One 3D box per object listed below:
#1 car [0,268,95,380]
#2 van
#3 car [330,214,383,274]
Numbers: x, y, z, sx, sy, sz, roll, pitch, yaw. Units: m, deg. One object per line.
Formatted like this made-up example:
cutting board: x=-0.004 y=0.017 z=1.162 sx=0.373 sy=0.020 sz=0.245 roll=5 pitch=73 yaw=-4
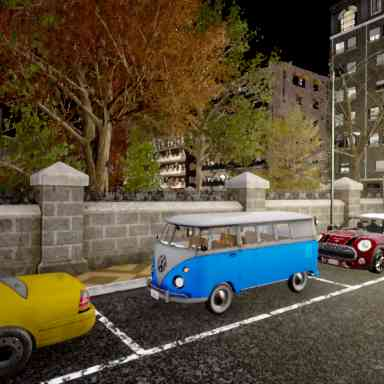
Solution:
car: x=-3.678 y=1.525 z=3.927 sx=4.829 sy=1.417 sz=1.752 roll=0 pitch=1 yaw=-35
van: x=1.035 y=1.342 z=7.280 sx=3.998 sy=1.788 sz=1.690 roll=0 pitch=1 yaw=-35
car: x=5.606 y=1.442 z=10.537 sx=4.097 sy=1.590 sz=1.967 roll=0 pitch=1 yaw=-35
